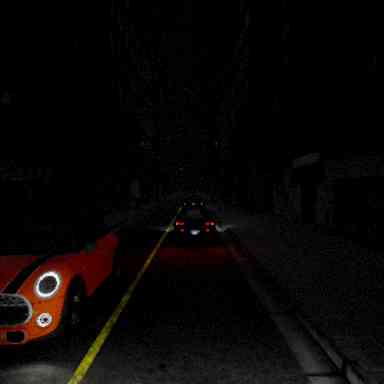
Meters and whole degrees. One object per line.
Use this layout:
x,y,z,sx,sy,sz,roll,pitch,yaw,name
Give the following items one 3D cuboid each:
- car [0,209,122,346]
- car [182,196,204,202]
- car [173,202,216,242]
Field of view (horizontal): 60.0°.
-2.844,1.306,6.628,2.097,1.767,4.553,0,0,0,car
0.127,1.127,32.572,2.097,1.767,4.553,0,0,0,car
0.114,1.419,15.609,1.812,1.442,4.674,0,0,0,car
